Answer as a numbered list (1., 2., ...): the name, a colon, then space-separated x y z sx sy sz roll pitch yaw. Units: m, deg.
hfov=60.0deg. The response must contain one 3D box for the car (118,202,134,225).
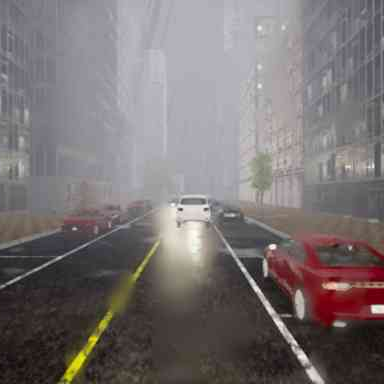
1. car: -5.700 1.575 24.082 1.802 1.307 4.206 0 0 0

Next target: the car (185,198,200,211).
1. car: 0.082 1.506 41.177 1.812 1.442 4.674 0 0 0

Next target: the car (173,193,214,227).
1. car: 0.085 1.217 22.692 2.150 2.045 5.566 0 0 0

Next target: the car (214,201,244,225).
1. car: 2.681 1.559 24.078 1.947 1.339 4.313 0 0 0

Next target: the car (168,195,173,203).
1. car: -3.040 1.550 65.343 1.895 1.301 4.718 0 0 0

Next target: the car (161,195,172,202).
1. car: -5.721 1.485 75.316 2.008 1.369 4.403 0 0 0

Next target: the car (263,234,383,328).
1. car: 2.688 1.545 7.001 1.887 1.381 4.507 0 0 0

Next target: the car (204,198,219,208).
1. car: 2.671 1.541 46.847 1.947 1.339 4.313 0 0 0

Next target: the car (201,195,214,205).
1. car: 2.667 1.401 58.232 1.967 1.590 4.097 0 0 0

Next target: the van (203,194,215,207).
1. van: 2.670 1.309 52.540 1.690 1.788 3.998 0 0 0

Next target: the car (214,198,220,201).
1. car: 2.676 1.551 35.462 1.947 1.339 4.313 0 0 0

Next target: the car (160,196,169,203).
1. car: -5.719 1.469 69.453 1.752 1.417 4.829 0 0 0

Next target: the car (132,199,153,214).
1. car: -5.704 1.530 35.467 1.887 1.381 4.507 0 0 0

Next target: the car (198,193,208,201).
1. car: 2.658 1.239 81.000 2.192 1.841 5.009 0 0 0

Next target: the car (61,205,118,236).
1. car: -5.697 1.541 18.389 1.887 1.381 4.507 0 0 0

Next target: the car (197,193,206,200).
1. car: 2.654 1.218 92.385 2.192 1.841 5.009 0 0 0
